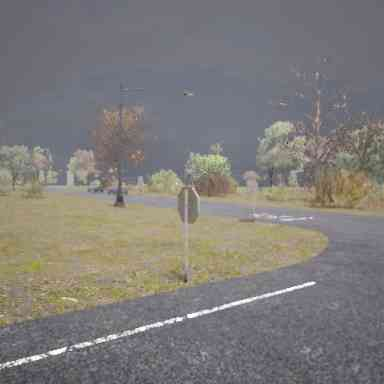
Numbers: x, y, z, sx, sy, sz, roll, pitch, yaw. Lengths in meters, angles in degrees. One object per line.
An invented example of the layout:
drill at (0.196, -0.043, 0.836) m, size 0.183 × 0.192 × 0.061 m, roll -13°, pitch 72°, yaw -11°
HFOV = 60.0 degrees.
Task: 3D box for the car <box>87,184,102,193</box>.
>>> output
car at (-17.477, -0.591, 59.983) m, size 1.837 × 1.490 × 4.892 m, roll 0°, pitch 2°, yaw -36°

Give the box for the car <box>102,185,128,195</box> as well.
car at (-11.644, -0.282, 51.856) m, size 2.128 × 1.511 × 4.902 m, roll 0°, pitch 2°, yaw -36°
